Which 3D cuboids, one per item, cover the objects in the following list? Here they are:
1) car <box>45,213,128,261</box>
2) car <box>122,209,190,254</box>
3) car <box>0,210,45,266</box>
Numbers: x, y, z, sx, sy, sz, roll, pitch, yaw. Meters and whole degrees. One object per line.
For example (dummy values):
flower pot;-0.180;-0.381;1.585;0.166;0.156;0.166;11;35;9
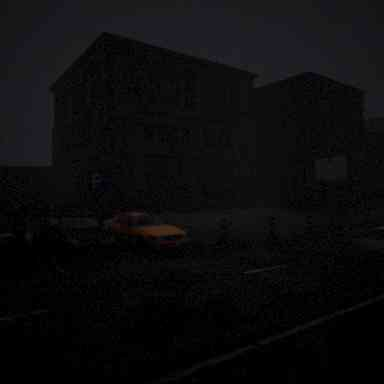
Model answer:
car;-4.483;1.563;12.740;2.002;1.452;4.674;0;0;-36
car;-2.146;1.543;14.217;1.946;1.575;5.366;1;0;-36
car;-6.684;1.378;11.084;2.185;1.767;4.553;0;0;-36
